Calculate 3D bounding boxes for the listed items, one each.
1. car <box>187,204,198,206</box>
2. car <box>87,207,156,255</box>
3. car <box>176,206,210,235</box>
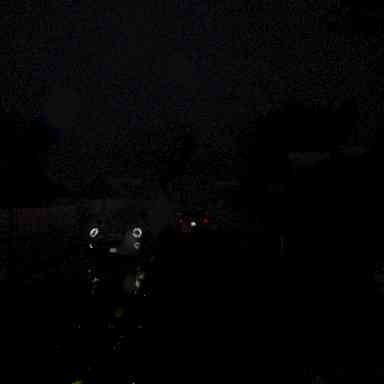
[{"bbox_3d":[0.053,1.981,35.908,1.994,1.385,4.181,0,-1,0],"label":"car"},{"bbox_3d":[-2.768,1.487,13.922,2.097,1.767,4.553,0,-1,0],"label":"car"},{"bbox_3d":[0.073,1.773,20.513,1.994,1.385,4.181,0,-1,0],"label":"car"}]
